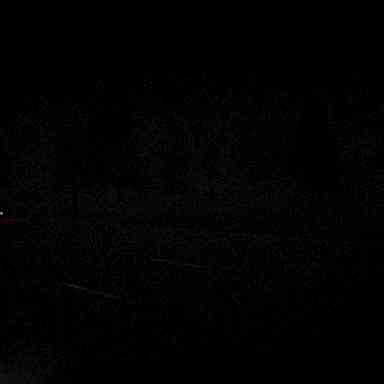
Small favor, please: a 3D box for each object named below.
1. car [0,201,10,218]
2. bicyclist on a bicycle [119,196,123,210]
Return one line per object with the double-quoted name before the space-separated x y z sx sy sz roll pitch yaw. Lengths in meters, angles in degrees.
"car" -17.708 1.505 28.948 4.892 1.490 1.837 0 0 35
"bicyclist on a bicycle" -8.185 1.315 38.454 0.582 1.620 1.656 0 -2 -23
